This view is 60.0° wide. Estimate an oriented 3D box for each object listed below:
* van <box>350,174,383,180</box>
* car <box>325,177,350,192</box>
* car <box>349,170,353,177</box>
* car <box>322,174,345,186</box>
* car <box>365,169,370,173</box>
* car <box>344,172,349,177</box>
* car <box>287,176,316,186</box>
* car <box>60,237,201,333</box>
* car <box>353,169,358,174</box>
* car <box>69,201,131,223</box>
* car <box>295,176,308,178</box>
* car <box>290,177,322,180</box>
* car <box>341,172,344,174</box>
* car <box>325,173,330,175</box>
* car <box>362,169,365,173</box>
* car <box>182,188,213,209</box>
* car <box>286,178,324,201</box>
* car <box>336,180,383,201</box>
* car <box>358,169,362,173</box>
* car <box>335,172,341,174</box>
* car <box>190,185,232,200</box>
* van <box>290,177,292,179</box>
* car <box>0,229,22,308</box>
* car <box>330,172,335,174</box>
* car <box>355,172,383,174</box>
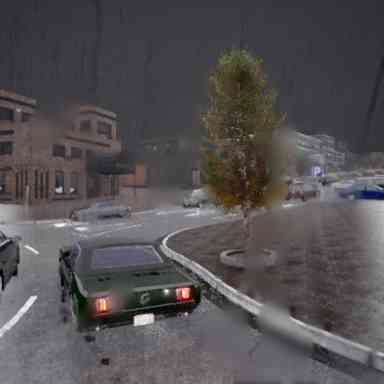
[{"bbox_3d":[18.312,-0.463,32.647,4.442,1.987,1.878,0,4,23],"label":"van"},{"bbox_3d":[19.065,-0.715,40.068,1.812,1.442,4.674,-6,5,-42],"label":"car"},{"bbox_3d":[33.475,-3.791,75.634,4.553,1.767,2.185,-2,3,22],"label":"car"},{"bbox_3d":[22.740,-1.687,53.986,1.895,1.301,4.718,0,5,41],"label":"car"},{"bbox_3d":[41.244,-4.727,84.356,5.566,2.045,2.435,-2,3,22],"label":"car"},{"bbox_3d":[31.506,-3.408,73.488,4.674,1.452,2.002,-2,3,22],"label":"car"},{"bbox_3d":[19.853,-2.046,60.360,4.792,1.488,2.163,-2,3,22],"label":"car"},{"bbox_3d":[-1.657,1.597,6.939,1.895,1.301,4.718,0,0,-25],"label":"car"},{"bbox_3d":[35.417,-3.878,77.832,5.008,1.535,2.097,-2,3,22],"label":"car"},{"bbox_3d":[-6.390,1.333,23.378,4.181,1.385,1.994,-3,2,-41],"label":"car"},{"bbox_3d":[16.117,-1.624,55.918,5.366,1.575,1.946,-2,3,22],"label":"car"},{"bbox_3d":[16.150,-0.995,47.402,4.181,1.385,1.994,-6,5,-42],"label":"car"},{"bbox_3d":[29.573,-3.349,71.276,4.553,1.767,2.185,-2,3,22],"label":"car"},{"bbox_3d":[23.714,-2.534,64.743,4.892,1.521,2.231,-2,4,22],"label":"car"},{"bbox_3d":[39.155,-4.283,82.257,5.366,1.575,1.946,-2,3,22],"label":"car"},{"bbox_3d":[1.092,0.670,31.321,1.837,1.490,4.892,0,5,41],"label":"car"},{"bbox_3d":[11.236,-0.119,33.812,2.097,1.767,4.553,0,5,42],"label":"car"},{"bbox_3d":[16.161,-0.001,30.532,5.008,1.535,2.097,0,4,23],"label":"car"},{"bbox_3d":[37.362,-4.083,80.015,5.008,1.535,2.097,-2,3,22],"label":"car"},{"bbox_3d":[27.608,-2.996,69.112,5.008,1.535,2.097,-2,4,22],"label":"car"},{"bbox_3d":[2.365,0.044,40.543,4.674,1.452,2.002,-2,3,21],"label":"car"},{"bbox_3d":[13.883,-1.605,53.822,4.442,1.987,1.878,-2,4,22],"label":"van"},{"bbox_3d":[-4.939,1.467,7.181,2.128,1.511,4.902,0,0,-22],"label":"car"},{"bbox_3d":[25.661,-2.764,66.925,4.892,1.521,2.231,-2,4,22],"label":"car"},{"bbox_3d":[20.222,-0.722,34.874,5.566,2.045,2.435,0,5,23],"label":"car"}]
